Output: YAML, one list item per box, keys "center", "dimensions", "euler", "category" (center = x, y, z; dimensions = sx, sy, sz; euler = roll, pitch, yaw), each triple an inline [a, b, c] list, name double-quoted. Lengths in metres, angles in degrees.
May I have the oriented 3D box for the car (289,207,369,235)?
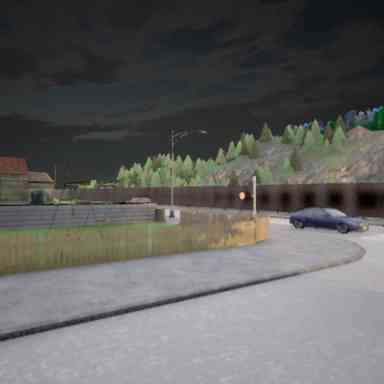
- center: [8.031, 1.657, 19.894]
  dimensions: [1.812, 1.442, 4.674]
  euler: [0, 0, -35]
  category: "car"

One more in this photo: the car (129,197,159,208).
- center: [-5.769, 1.430, 39.318]
  dimensions: [2.097, 1.767, 4.553]
  euler: [0, 0, -35]
  category: "car"
